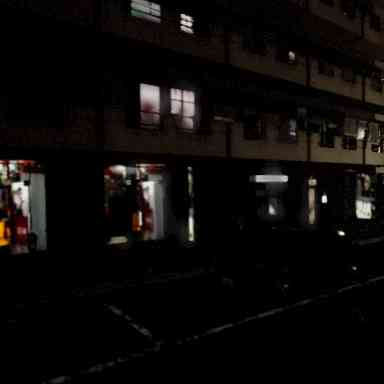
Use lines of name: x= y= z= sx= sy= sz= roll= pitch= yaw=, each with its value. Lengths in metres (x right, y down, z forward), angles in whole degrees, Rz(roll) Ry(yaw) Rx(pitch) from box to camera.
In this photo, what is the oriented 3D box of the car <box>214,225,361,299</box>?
car: x=2.535 y=1.537 z=8.379 sx=4.313 sy=1.339 sz=1.947 roll=0 pitch=-1 yaw=-35
